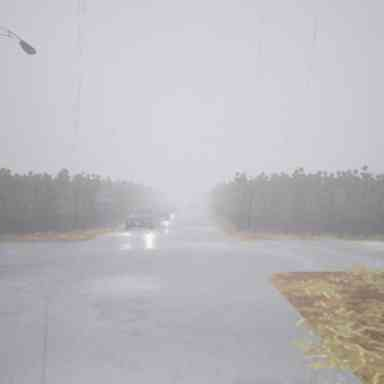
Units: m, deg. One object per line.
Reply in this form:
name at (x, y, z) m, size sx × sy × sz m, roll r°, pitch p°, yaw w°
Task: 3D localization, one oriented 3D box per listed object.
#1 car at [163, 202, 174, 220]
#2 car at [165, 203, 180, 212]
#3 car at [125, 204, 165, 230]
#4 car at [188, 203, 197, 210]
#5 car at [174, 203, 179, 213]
car at (-3.223, 1.969, 34.028) m, size 1.882 × 1.535 × 5.008 m, roll 0°, pitch -1°, yaw 0°
car at (-3.202, 2.571, 55.269) m, size 2.033 × 1.411 × 5.357 m, roll 0°, pitch -2°, yaw 0°
car at (-3.387, 1.849, 23.648) m, size 1.837 × 1.490 × 4.892 m, roll 0°, pitch -1°, yaw 3°
car at (0.049, 2.986, 68.307) m, size 1.895 × 1.301 × 4.718 m, roll 0°, pitch -1°, yaw 0°
car at (-3.224, 2.151, 44.623) m, size 2.128 × 1.511 × 4.902 m, roll 0°, pitch -2°, yaw 0°
